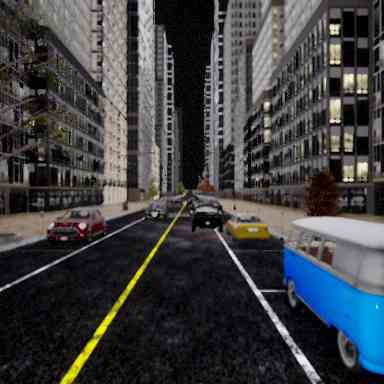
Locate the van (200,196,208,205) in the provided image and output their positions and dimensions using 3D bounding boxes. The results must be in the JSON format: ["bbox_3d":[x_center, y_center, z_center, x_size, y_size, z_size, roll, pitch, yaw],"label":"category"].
[{"bbox_3d":[2.676,1.846,73.723,1.690,1.788,3.998,0,0,0],"label":"van"}]

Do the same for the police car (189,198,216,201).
[{"bbox_3d":[0.896,1.646,31.492,1.930,1.638,5.238,0,0,0],"label":"police car"}]

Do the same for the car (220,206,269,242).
[{"bbox_3d":[2.684,1.646,16.973,1.752,1.417,4.829,0,0,0],"label":"car"}]

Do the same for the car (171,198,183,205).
[{"bbox_3d":[-3.010,2.078,71.328,1.895,1.301,4.718,0,0,0],"label":"car"}]

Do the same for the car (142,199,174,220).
[{"bbox_3d":[-3.103,1.703,30.077,2.128,1.511,4.902,0,0,0],"label":"car"}]

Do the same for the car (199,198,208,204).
[{"bbox_3d":[2.677,2.087,79.415,1.887,1.381,4.507,0,0,0],"label":"car"}]

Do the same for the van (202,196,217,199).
[{"bbox_3d":[2.679,1.656,45.263,1.690,1.788,3.998,0,0,0],"label":"van"}]

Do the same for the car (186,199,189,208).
[{"bbox_3d":[0.689,1.768,37.444,1.837,1.490,4.892,0,0,4],"label":"car"}]

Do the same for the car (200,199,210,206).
[{"bbox_3d":[2.678,2.050,68.030,1.802,1.307,4.206,0,0,0],"label":"car"}]

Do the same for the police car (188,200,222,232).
[{"bbox_3d":[0.897,1.577,21.492,1.930,1.638,5.238,0,0,0],"label":"police car"}]

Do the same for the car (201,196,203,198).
[{"bbox_3d":[2.679,1.794,50.955,1.967,1.590,4.097,0,0,0],"label":"car"}]

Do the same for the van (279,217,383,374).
[{"bbox_3d":[2.684,1.380,5.419,1.690,1.788,3.998,0,0,0],"label":"van"}]

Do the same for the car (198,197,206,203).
[{"bbox_3d":[2.676,2.165,90.799,2.008,1.369,4.403,0,0,0],"label":"car"}]

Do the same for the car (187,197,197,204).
[{"bbox_3d":[-0.009,1.877,72.522,2.033,1.411,5.357,0,0,0],"label":"car"}]

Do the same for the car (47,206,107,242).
[{"bbox_3d":[-5.698,1.560,16.818,1.967,1.590,4.097,0,0,0],"label":"car"}]
